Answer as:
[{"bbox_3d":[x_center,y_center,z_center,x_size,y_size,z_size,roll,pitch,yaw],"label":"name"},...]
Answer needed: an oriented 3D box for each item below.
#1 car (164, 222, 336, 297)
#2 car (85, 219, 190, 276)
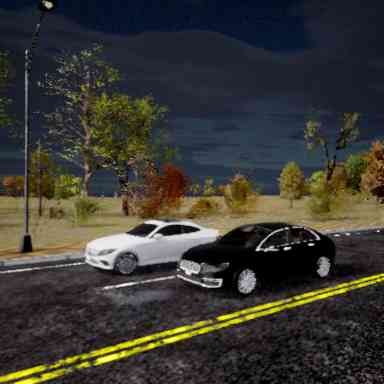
[{"bbox_3d":[1.909,1.613,8.963,4.892,1.490,1.837,1,-1,-35],"label":"car"},{"bbox_3d":[-1.050,1.639,10.859,4.674,1.442,1.812,1,-1,-35],"label":"car"}]
